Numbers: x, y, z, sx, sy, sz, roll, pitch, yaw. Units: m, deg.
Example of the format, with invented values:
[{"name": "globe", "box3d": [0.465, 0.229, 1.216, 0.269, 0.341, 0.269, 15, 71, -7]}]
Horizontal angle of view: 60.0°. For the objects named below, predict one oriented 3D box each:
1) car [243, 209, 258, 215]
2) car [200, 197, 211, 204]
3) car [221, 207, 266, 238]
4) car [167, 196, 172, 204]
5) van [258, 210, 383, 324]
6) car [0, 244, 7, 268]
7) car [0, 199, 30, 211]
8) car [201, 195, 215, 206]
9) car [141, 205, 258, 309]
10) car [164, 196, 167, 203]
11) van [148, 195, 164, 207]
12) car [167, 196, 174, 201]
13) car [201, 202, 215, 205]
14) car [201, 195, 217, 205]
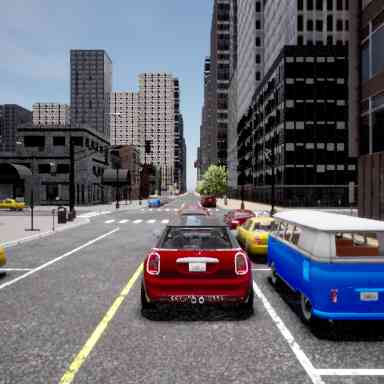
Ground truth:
[{"name": "car", "box3d": [2.679, 1.527, 12.720, 1.752, 1.417, 4.829, 0, 0, 0]}, {"name": "car", "box3d": [2.647, 1.655, 67.173, 1.947, 1.339, 4.313, 0, 0, 0]}, {"name": "car", "box3d": [2.676, 1.587, 18.213, 1.802, 1.307, 4.206, 0, 0, 0]}, {"name": "car", "box3d": [-5.734, 1.529, 67.166, 1.967, 1.590, 4.097, 0, 0, 0]}, {"name": "van", "box3d": [2.683, 1.341, 6.886, 1.690, 1.788, 3.998, 0, 0, 0]}, {"name": "car", "box3d": [-5.697, 1.525, 6.711, 1.752, 1.417, 4.829, 0, 0, 0]}, {"name": "car", "box3d": [-21.432, 1.469, 38.415, 4.829, 1.417, 1.752, 0, 0, 0]}, {"name": "car", "box3d": [2.652, 1.380, 56.125, 2.192, 1.841, 5.009, 0, 0, 0]}, {"name": "car", "box3d": [0.094, 1.352, 8.027, 2.097, 1.767, 4.553, 0, 0, 0]}, {"name": "car", "box3d": [-5.727, 1.505, 56.117, 1.967, 1.590, 4.097, 0, 0, 0]}, {"name": "van", "box3d": [-5.724, 1.395, 50.594, 1.690, 1.788, 3.998, 0, 0, 0]}, {"name": "car", "box3d": [-5.747, 1.673, 89.091, 1.752, 1.417, 4.829, 0, 0, 0]}, {"name": "car", "box3d": [0.089, 1.482, 17.233, 1.882, 1.535, 5.008, 0, 0, 0]}, {"name": "car", "box3d": [2.655, 1.369, 50.601, 2.192, 1.841, 5.009, 0, 0, 0]}]
